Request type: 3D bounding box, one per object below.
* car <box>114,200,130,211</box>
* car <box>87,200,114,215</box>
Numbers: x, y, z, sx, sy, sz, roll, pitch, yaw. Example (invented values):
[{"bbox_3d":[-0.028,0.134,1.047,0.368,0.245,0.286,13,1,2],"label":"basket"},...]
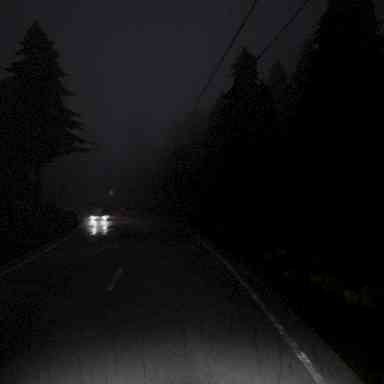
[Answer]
[{"bbox_3d":[-9.271,1.656,41.600,1.895,1.301,4.718,0,0,-26],"label":"car"},{"bbox_3d":[-9.864,1.548,34.630,2.128,1.511,4.902,0,0,-22],"label":"car"}]
